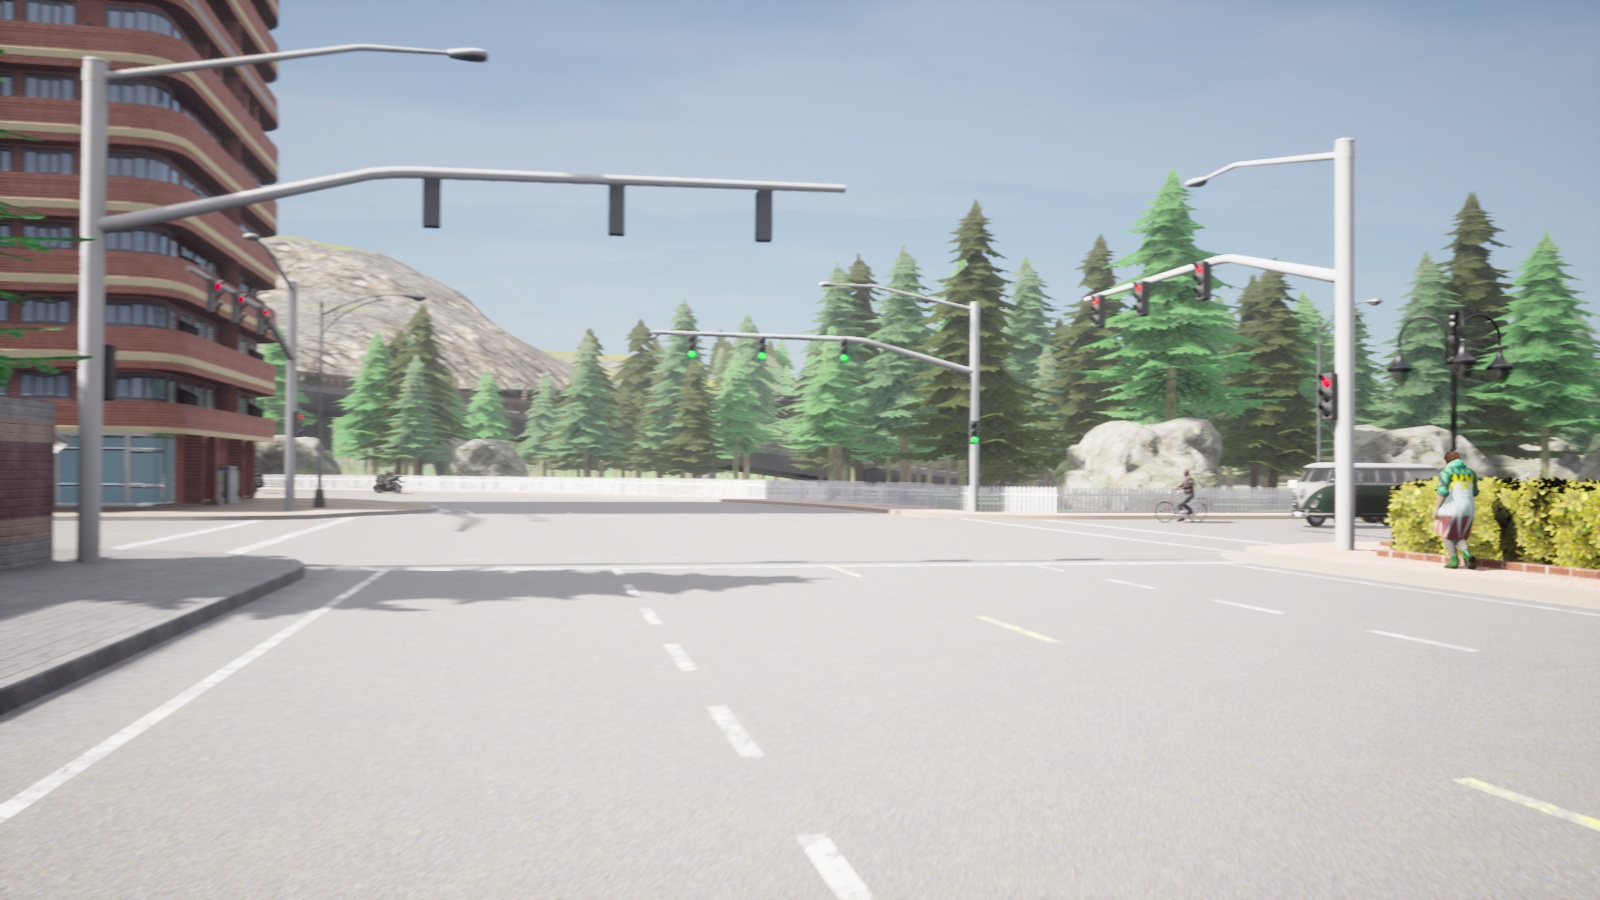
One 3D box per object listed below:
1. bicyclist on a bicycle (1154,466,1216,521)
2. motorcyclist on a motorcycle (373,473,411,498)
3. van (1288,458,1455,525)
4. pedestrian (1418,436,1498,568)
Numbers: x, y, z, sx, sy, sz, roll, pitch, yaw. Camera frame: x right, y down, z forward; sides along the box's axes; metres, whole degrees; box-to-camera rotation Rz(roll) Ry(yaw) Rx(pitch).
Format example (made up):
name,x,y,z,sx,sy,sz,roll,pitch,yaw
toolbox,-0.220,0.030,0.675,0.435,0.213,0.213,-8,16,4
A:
name,x,y,z,sx,sy,sz,roll,pitch,yaw
bicyclist on a bicycle,12.612,1.412,41.150,1.843,1.776,0.659,0,-1,-11
motorcyclist on a motorcycle,-24.975,2.176,76.856,2.191,1.530,0.866,-1,-1,25
van,17.518,1.243,38.535,4.442,1.987,1.775,0,-1,-11
pedestrian,9.932,0.772,18.979,0.659,1.952,0.873,0,-1,-8
